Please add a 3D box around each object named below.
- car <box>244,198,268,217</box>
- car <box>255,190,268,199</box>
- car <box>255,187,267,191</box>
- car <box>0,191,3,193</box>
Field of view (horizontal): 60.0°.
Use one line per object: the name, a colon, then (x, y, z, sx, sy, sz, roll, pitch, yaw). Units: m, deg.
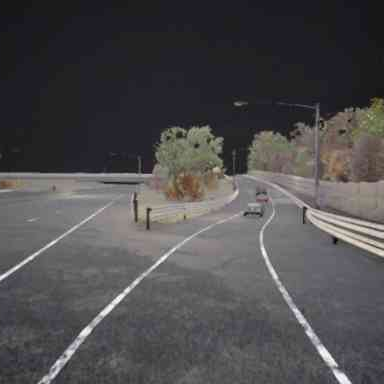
car: (6.350, 1.699, 33.726, 2.033, 1.411, 5.357, 1, 1, 15)
car: (12.088, 0.951, 57.534, 1.994, 1.385, 4.181, 0, 3, 11)
car: (13.865, -0.097, 67.013, 2.150, 2.045, 5.566, 0, 5, 9)
car: (-31.891, 0.585, 53.678, 1.837, 1.490, 4.892, 0, 1, -9)
